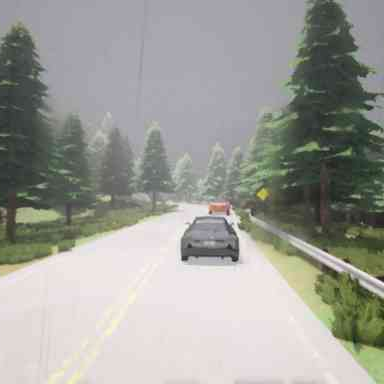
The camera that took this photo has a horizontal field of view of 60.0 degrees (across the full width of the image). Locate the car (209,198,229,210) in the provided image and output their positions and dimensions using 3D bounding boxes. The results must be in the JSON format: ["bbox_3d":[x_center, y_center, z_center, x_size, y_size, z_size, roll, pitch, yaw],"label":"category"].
[{"bbox_3d":[2.879,1.402,35.186,2.097,1.767,4.553,0,0,5],"label":"car"}]

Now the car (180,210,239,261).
[{"bbox_3d":[0.674,1.581,12.439,1.994,1.385,4.181,0,0,3],"label":"car"}]
